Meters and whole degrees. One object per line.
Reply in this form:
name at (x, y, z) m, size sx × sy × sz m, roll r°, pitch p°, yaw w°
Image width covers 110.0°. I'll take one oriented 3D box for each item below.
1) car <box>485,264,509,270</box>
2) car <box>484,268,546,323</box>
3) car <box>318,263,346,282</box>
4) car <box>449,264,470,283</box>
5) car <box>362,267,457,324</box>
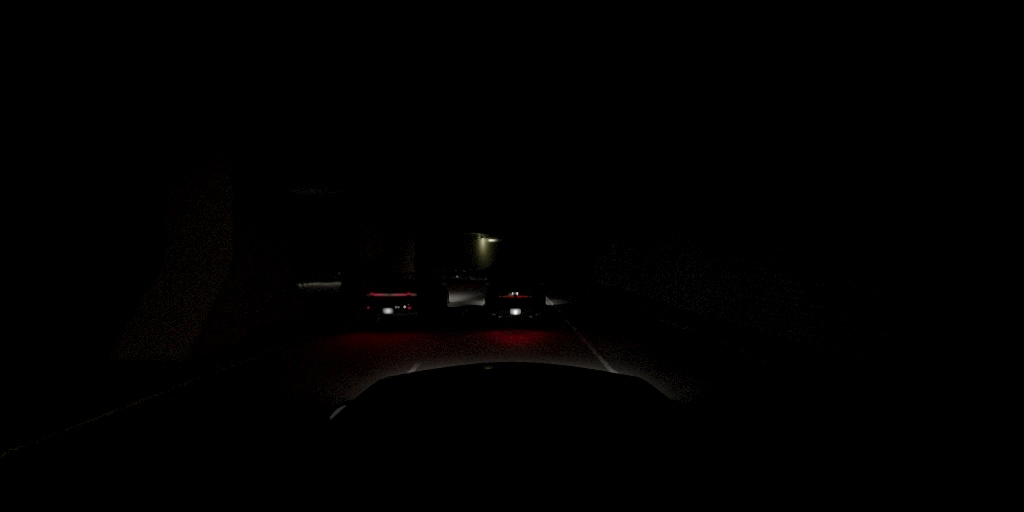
car at (-1.115, 1.428, 30.517) m, size 1.837 × 1.490 × 4.892 m, roll 0°, pitch 0°, yaw -8°
car at (0.097, 1.320, 12.448) m, size 1.837 × 1.490 × 4.892 m, roll 0°, pitch 0°, yaw 0°
car at (-15.739, 1.409, 32.067) m, size 1.882 × 1.535 × 5.008 m, roll 0°, pitch 0°, yaw -11°
car at (-4.640, 1.414, 30.426) m, size 2.128 × 1.511 × 4.902 m, roll 0°, pitch 0°, yaw -9°
car at (-3.403, 1.305, 12.262) m, size 2.128 × 1.511 × 4.902 m, roll 0°, pitch 0°, yaw 0°
